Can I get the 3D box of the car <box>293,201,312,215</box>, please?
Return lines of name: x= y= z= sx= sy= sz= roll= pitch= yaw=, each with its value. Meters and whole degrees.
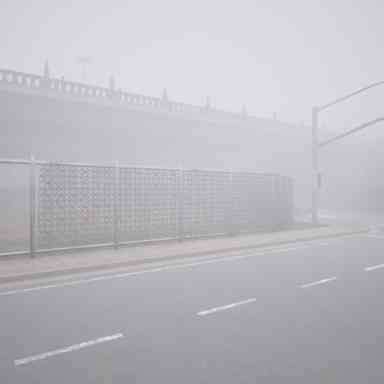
car: x=10.462 y=1.619 z=34.610 sx=1.994 sy=1.385 sz=4.181 roll=0 pitch=0 yaw=-36

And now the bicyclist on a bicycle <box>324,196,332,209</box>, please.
bicyclist on a bicycle: x=17.734 y=1.356 z=43.314 sx=1.656 sy=1.620 sz=0.582 roll=0 pitch=0 yaw=-36
